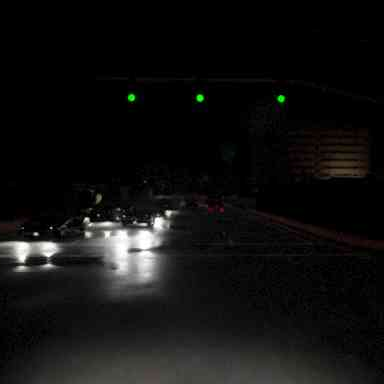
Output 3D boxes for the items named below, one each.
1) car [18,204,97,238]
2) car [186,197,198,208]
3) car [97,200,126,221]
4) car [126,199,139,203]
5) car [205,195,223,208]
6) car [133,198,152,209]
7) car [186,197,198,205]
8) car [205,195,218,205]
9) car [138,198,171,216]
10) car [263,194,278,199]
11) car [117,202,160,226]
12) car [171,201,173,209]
[{"bbox_3d":[-7.143,1.562,18.020,2.033,1.411,5.357,0,0,2],"label":"car"},{"bbox_3d":[-0.003,1.588,50.070,2.033,1.411,5.357,0,0,0],"label":"car"},{"bbox_3d":[-7.095,1.527,27.663,1.837,1.490,4.892,0,0,0],"label":"car"},{"bbox_3d":[-7.066,1.578,37.462,2.033,1.411,5.357,0,0,0],"label":"car"},{"bbox_3d":[3.497,1.392,50.360,2.097,1.767,4.553,0,0,0],"label":"car"},{"bbox_3d":[-7.003,1.602,47.381,1.994,1.385,4.181,0,0,0],"label":"car"},{"bbox_3d":[-0.004,1.612,60.344,1.994,1.385,4.181,0,0,0],"label":"car"},{"bbox_3d":[3.496,1.400,60.316,2.097,1.767,4.553,0,0,0],"label":"car"},{"bbox_3d":[-3.586,1.518,32.584,2.128,1.511,4.902,0,0,0],"label":"car"},{"bbox_3d":[17.784,1.212,70.345,3.866,1.878,1.905,0,0,-2],"label":"car"},{"bbox_3d":[-3.600,1.620,23.267,1.895,1.301,4.718,0,0,0],"label":"car"},{"bbox_3d":[-3.524,1.539,42.630,1.837,1.490,4.892,0,0,0],"label":"car"}]
